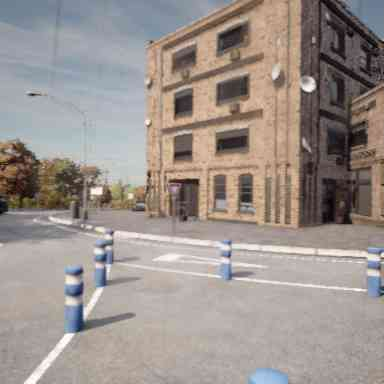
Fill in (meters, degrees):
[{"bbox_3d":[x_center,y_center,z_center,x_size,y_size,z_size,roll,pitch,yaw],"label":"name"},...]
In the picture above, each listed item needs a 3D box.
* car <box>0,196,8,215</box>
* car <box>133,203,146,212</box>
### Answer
[{"bbox_3d":[-16.721,0.882,26.502,2.150,2.045,5.566,0,0,-8],"label":"car"},{"bbox_3d":[-7.598,2.478,51.573,2.002,1.452,4.674,2,-3,12],"label":"car"}]
